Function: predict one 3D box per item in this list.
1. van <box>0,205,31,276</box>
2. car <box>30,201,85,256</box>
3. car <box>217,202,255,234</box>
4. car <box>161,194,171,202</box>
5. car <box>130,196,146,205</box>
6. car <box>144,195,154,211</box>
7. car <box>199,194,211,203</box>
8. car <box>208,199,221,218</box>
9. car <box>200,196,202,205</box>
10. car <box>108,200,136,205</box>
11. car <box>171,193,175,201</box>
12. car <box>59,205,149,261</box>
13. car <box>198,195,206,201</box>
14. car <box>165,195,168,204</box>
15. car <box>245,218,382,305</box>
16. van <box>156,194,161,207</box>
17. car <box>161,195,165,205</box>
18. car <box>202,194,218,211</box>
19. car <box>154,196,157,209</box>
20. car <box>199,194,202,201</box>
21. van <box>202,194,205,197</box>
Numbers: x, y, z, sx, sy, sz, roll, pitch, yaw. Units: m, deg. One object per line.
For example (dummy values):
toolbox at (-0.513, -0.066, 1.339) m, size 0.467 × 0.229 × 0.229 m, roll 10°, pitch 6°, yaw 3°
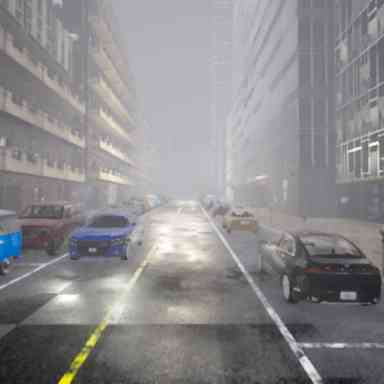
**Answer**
van at (-5.681, 1.349, 7.827) m, size 1.690 × 1.788 × 3.998 m, roll 1°, pitch 0°, yaw 0°
car at (-5.688, 1.326, 13.373) m, size 2.192 × 1.841 × 5.009 m, roll 1°, pitch 0°, yaw 0°
car at (2.680, 1.535, 19.182) m, size 1.752 × 1.417 × 4.829 m, roll 1°, pitch 0°, yaw 0°
car at (-5.723, 1.349, 63.293) m, size 2.192 × 1.841 × 5.009 m, roll 1°, pitch 0°, yaw 0°
car at (-5.713, 1.461, 30.014) m, size 1.967 × 1.590 × 4.097 m, roll 1°, pitch 0°, yaw 0°
car at (-5.721, 1.339, 35.560) m, size 2.192 × 1.841 × 5.009 m, roll 1°, pitch 0°, yaw 0°
car at (2.616, 1.346, 68.944) m, size 2.192 × 1.841 × 5.009 m, roll 1°, pitch 0°, yaw 0°
car at (2.664, 1.598, 30.108) m, size 1.802 × 1.307 × 4.206 m, roll 1°, pitch 0°, yaw 0°
car at (2.634, 1.592, 52.300) m, size 1.947 × 1.339 × 4.313 m, roll 1°, pitch 0°, yaw 0°
car at (-5.708, 1.568, 24.467) m, size 2.008 × 1.369 × 4.403 m, roll 1°, pitch 0°, yaw 0°
car at (-5.750, 1.605, 79.934) m, size 1.947 × 1.339 × 4.313 m, roll 1°, pitch 0°, yaw 0°
car at (-3.016, 1.487, 12.573) m, size 1.882 × 1.535 × 5.008 m, roll 0°, pitch 0°, yaw 0°
car at (2.592, 1.476, 85.587) m, size 1.967 × 1.590 × 4.097 m, roll 1°, pitch 0°, yaw 0°
car at (-5.720, 1.614, 57.746) m, size 1.802 × 1.307 × 4.206 m, roll 1°, pitch 0°, yaw 0°
car at (2.695, 1.554, 7.916) m, size 2.008 × 1.369 × 4.403 m, roll 1°, pitch 0°, yaw 0°
van at (-5.709, 1.370, 46.654) m, size 1.690 × 1.788 × 3.998 m, roll 1°, pitch 0°, yaw 0°
car at (-5.712, 1.556, 52.030) m, size 1.752 × 1.417 × 4.829 m, roll 1°, pitch 0°, yaw 0°
car at (2.652, 1.462, 41.204) m, size 1.967 × 1.590 × 4.097 m, roll 1°, pitch 0°, yaw 0°
car at (-5.740, 1.551, 40.936) m, size 1.752 × 1.417 × 4.829 m, roll 1°, pitch 0°, yaw 0°
car at (2.629, 1.468, 57.848) m, size 1.967 × 1.590 × 4.097 m, roll 1°, pitch 0°, yaw 0°
van at (2.646, 1.365, 46.752) m, size 1.690 × 1.788 × 3.998 m, roll 1°, pitch 0°, yaw 0°
